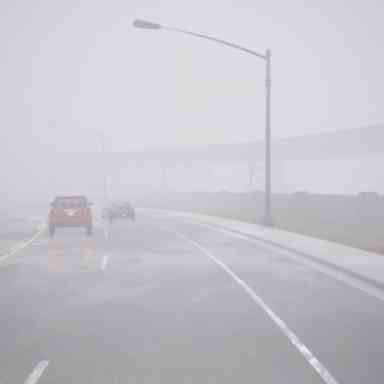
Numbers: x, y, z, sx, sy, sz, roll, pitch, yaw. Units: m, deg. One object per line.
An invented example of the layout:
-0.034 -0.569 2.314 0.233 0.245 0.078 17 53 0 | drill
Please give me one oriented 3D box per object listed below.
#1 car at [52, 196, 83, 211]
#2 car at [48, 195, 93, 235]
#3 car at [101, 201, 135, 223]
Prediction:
-14.805 1.361 39.468 1.801 1.575 5.366 -1 1 -39 | car
-6.907 1.173 19.021 2.150 2.045 5.566 0 0 -19 | car
-5.577 1.394 24.822 2.128 1.511 4.902 -1 0 -23 | car
